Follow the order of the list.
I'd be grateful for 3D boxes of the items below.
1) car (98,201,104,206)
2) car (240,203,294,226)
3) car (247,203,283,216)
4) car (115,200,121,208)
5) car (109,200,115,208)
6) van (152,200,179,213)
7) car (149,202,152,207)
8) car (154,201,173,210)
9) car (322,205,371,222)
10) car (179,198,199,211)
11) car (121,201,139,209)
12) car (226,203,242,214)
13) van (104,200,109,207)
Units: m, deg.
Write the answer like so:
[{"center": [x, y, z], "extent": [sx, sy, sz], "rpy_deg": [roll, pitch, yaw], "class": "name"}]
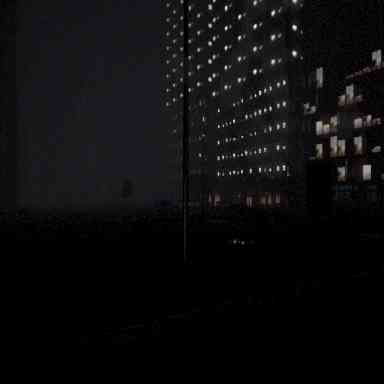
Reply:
[{"center": [-23.412, 3.053, 86.652], "extent": [1.887, 1.381, 4.507], "rpy_deg": [-1, -1, -26], "class": "car"}, {"center": [6.040, 1.813, 25.927], "extent": [2.008, 1.369, 4.403], "rpy_deg": [-1, -1, -26], "class": "car"}, {"center": [8.671, 2.068, 39.705], "extent": [1.947, 1.339, 4.313], "rpy_deg": [-1, -1, -26], "class": "car"}, {"center": [-13.522, 2.602, 66.259], "extent": [1.752, 1.417, 4.829], "rpy_deg": [-1, -1, -26], "class": "car"}, {"center": [-16.050, 2.731, 71.472], "extent": [1.887, 1.381, 4.507], "rpy_deg": [-1, -1, -26], "class": "car"}, {"center": [-3.782, 2.005, 46.173], "extent": [1.690, 1.788, 3.998], "rpy_deg": [-1, -1, -26], "class": "van"}, {"center": [-8.509, 2.808, 75.128], "extent": [1.802, 1.307, 4.206], "rpy_deg": [-1, -1, -26], "class": "car"}, {"center": [-5.416, 2.454, 62.613], "extent": [1.882, 1.535, 5.008], "rpy_deg": [0, -1, -26], "class": "car"}, {"center": [13.580, 1.854, 29.584], "extent": [2.008, 1.369, 4.403], "rpy_deg": [-1, -1, -26], "class": "car"}, {"center": [-0.768, 2.003, 53.109], "extent": [2.150, 2.045, 5.566], "rpy_deg": [0, -1, -25], "class": "car"}, {"center": [-11.141, 2.525, 61.351], "extent": [2.008, 1.369, 4.403], "rpy_deg": [-1, -1, -26], "class": "car"}, {"center": [6.217, 2.168, 44.766], "extent": [1.947, 1.339, 4.313], "rpy_deg": [-1, -1, -26], "class": "car"}, {"center": [-18.508, 2.634, 76.534], "extent": [1.690, 1.788, 3.998], "rpy_deg": [-1, -1, -26], "class": "van"}]
